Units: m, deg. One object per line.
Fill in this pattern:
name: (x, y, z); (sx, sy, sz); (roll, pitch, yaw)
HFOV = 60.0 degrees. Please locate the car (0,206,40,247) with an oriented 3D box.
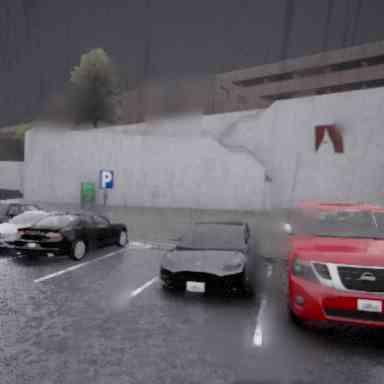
car: (-6.610, 1.527, 14.201); (2.002, 1.452, 4.674); (1, -1, 16)

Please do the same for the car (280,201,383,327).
car: (3.162, 1.235, 7.201); (2.435, 2.045, 5.566); (1, -1, 15)

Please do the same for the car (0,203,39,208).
car: (-9.044, 1.357, 15.974); (2.185, 1.767, 4.553); (1, -1, 16)

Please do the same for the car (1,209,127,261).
car: (-4.173, 1.488, 12.451); (2.097, 1.535, 5.008); (0, -1, 16)

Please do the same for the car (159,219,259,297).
car: (0.714, 1.514, 8.941); (2.163, 1.488, 4.792); (1, -1, 15)
